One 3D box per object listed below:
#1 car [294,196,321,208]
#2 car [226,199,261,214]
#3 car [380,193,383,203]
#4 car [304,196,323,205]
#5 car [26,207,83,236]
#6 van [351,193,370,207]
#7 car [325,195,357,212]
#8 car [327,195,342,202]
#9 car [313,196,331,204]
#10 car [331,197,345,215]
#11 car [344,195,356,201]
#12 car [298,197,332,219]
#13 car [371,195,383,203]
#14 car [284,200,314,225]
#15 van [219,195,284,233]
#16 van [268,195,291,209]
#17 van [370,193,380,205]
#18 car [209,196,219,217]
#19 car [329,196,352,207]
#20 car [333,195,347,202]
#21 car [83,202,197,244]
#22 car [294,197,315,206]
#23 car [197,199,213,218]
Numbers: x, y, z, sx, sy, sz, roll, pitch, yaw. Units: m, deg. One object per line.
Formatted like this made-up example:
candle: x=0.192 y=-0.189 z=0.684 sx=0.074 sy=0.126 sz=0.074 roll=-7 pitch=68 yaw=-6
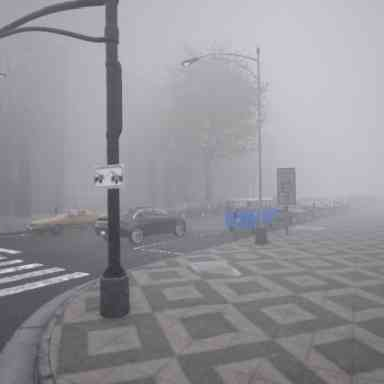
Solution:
car: x=15.948 y=1.386 z=45.724 sx=2.128 sy=1.511 sz=4.902 roll=-1 pitch=-1 yaw=36
car: x=5.668 y=1.529 z=36.163 sx=2.008 sy=1.369 sz=4.403 roll=-1 pitch=0 yaw=36
car: x=31.936 y=1.274 z=58.074 sx=1.752 sy=1.417 sz=4.829 roll=-1 pitch=-1 yaw=36
car: x=21.015 y=1.440 z=57.490 sx=1.752 sy=1.417 sz=4.829 roll=-1 pitch=-1 yaw=36
car: x=-6.795 y=1.564 z=18.855 sx=1.752 sy=1.417 sz=4.829 roll=-1 pitch=0 yaw=36
van: x=22.349 y=1.127 z=44.756 sx=1.690 sy=1.788 sz=3.998 roll=-1 pitch=0 yaw=36
car: x=16.028 y=1.363 z=35.967 sx=2.008 sy=1.369 sz=4.403 roll=-1 pitch=0 yaw=36
car: x=29.970 y=1.432 z=69.934 sx=2.008 sy=1.369 sz=4.403 roll=-1 pitch=-1 yaw=36
car: x=24.204 y=1.453 z=61.921 sx=2.008 sy=1.369 sz=4.403 roll=-1 pitch=-1 yaw=36
car: x=12.867 y=1.408 z=31.573 sx=1.802 sy=1.307 sz=4.206 roll=-1 pitch=0 yaw=36
car: x=39.510 y=1.400 z=83.191 sx=2.008 sy=1.369 sz=4.403 roll=-1 pitch=-1 yaw=36
car: x=9.704 y=1.385 z=27.179 sx=1.887 sy=1.381 sz=4.507 roll=-1 pitch=0 yaw=36
car: x=35.000 y=1.303 z=62.330 sx=1.947 sy=1.339 sz=4.313 roll=-1 pitch=-1 yaw=36
car: x=6.543 y=1.422 z=22.785 sx=1.947 sy=1.339 sz=4.313 roll=-1 pitch=0 yaw=36
van: x=3.378 y=1.212 z=18.393 sx=1.690 sy=1.788 sz=3.998 roll=-1 pitch=0 yaw=36
van: x=11.844 y=1.292 z=44.750 sx=1.690 sy=1.788 sz=3.998 roll=-1 pitch=0 yaw=36
van: x=28.673 y=1.102 z=53.544 sx=1.690 sy=1.788 sz=3.998 roll=-1 pitch=-1 yaw=36
car: x=2.576 y=1.307 z=31.872 sx=2.192 sy=1.841 sz=5.009 roll=-1 pitch=0 yaw=36
car: x=21.789 y=1.375 z=48.705 sx=2.033 sy=1.411 sz=5.357 roll=-1 pitch=-1 yaw=36
car: x=33.150 y=1.415 z=74.353 sx=1.887 sy=1.381 sz=4.507 roll=-1 pitch=-1 yaw=36
car: x=-2.178 y=1.429 z=15.401 sx=2.128 sy=1.511 sz=4.902 roll=-1 pitch=-1 yaw=36
car: x=18.025 y=1.492 z=53.334 sx=1.947 sy=1.339 sz=4.313 roll=-1 pitch=0 yaw=36
car: x=-0.511 y=1.552 z=27.577 sx=1.887 sy=1.381 sz=4.507 roll=-1 pitch=0 yaw=36
